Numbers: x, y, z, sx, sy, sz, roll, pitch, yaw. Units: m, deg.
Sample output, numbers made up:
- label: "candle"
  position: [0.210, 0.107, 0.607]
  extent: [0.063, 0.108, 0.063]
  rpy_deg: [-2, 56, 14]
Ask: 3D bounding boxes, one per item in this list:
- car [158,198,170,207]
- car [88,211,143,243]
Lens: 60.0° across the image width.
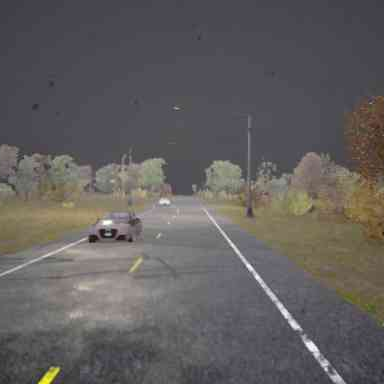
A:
- label: "car"
  position: [-4.772, 1.763, 56.694]
  extent: [1.812, 1.442, 4.674]
  rpy_deg: [0, 0, -6]
- label: "car"
  position: [-3.594, 1.625, 16.238]
  extent: [1.994, 1.385, 4.181]
  rpy_deg: [0, 0, 0]
